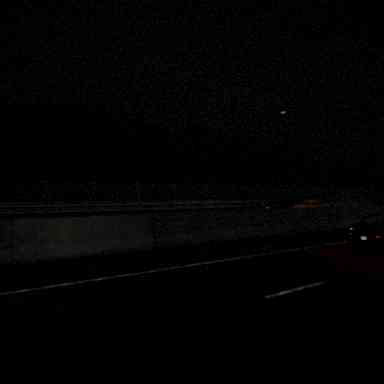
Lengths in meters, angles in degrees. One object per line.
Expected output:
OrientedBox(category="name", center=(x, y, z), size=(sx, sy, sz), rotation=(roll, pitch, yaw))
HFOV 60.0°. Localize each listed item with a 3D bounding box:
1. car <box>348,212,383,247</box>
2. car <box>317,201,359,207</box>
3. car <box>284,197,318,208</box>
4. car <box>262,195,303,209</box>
OrientedBox(category="car", center=(8.457, 1.584, 14.095), size=(4.674, 1.442, 1.812), rotation=(0, 0, -36))
OrientedBox(category="car", center=(14.242, 1.639, 31.351), size=(4.674, 1.442, 1.812), rotation=(0, 0, -35))
OrientedBox(category="car", center=(12.029, 1.590, 34.070), size=(5.008, 1.535, 1.882), rotation=(0, 0, -35))
OrientedBox(category="car", center=(10.357, 1.335, 37.179), size=(5.566, 2.045, 2.150), rotation=(0, 0, -35))
